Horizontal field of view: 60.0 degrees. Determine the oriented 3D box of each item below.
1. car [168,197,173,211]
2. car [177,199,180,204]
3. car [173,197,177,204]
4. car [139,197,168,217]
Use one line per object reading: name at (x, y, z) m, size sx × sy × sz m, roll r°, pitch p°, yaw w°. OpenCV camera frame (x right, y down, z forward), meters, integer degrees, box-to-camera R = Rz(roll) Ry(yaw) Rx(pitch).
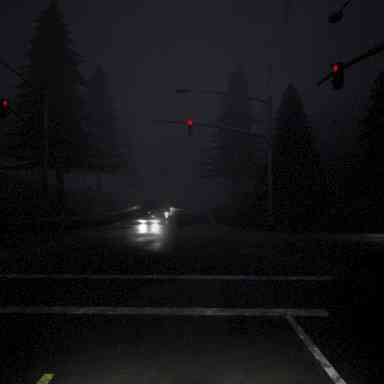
car at (-3.663, 1.478, 40.235) m, size 1.882 × 1.535 × 5.008 m, roll 0°, pitch 0°, yaw 0°
car at (-4.122, 1.564, 61.576) m, size 1.994 × 1.385 × 4.181 m, roll 0°, pitch 0°, yaw -39°
car at (-3.955, 1.491, 50.385) m, size 2.128 × 1.511 × 4.902 m, roll 0°, pitch 0°, yaw -7°
car at (-3.664, 1.491, 30.732) m, size 2.128 × 1.511 × 4.902 m, roll 0°, pitch 0°, yaw 0°
